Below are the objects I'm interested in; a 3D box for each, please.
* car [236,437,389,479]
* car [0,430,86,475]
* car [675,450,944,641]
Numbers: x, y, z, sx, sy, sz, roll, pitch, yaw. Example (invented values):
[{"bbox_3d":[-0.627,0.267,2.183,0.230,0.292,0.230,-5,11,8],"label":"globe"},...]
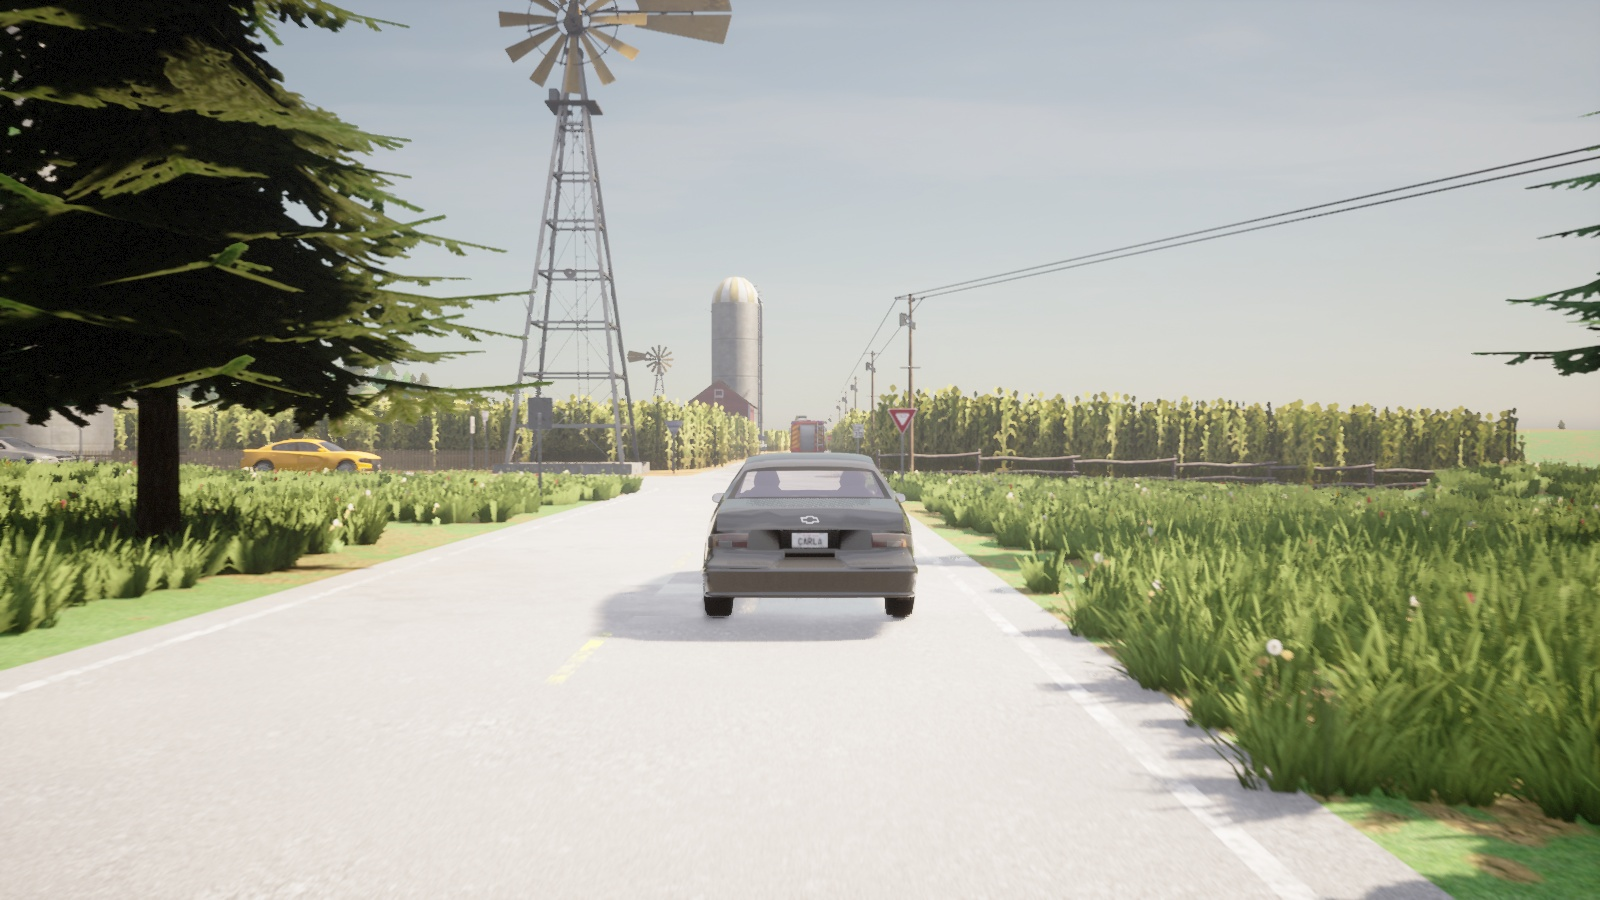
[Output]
[{"bbox_3d":[-18.201,0.305,47.019,5.008,1.535,1.882,0,0,1],"label":"car"},{"bbox_3d":[-29.945,0.095,47.196,5.027,1.651,2.152,0,0,1],"label":"car"},{"bbox_3d":[0.086,0.725,12.169,2.033,1.411,5.357,0,0,0],"label":"car"}]
